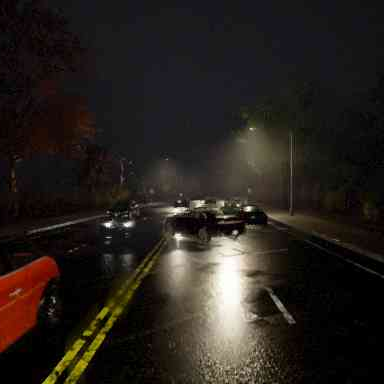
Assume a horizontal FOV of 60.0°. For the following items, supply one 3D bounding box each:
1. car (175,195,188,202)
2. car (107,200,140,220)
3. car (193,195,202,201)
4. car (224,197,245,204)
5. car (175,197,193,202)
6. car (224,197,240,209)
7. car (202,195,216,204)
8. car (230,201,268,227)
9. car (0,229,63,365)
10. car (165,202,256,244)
[{"bbox_3d":[-2.175,1.379,69.551,2.033,1.411,5.357,0,0,6],"label":"car"},{"bbox_3d":[-5.672,1.488,27.843,1.837,1.490,4.892,0,1,3],"label":"car"},{"bbox_3d":[1.881,1.440,78.406,2.033,1.411,5.357,0,-1,-42],"label":"car"},{"bbox_3d":[4.510,1.325,33.690,2.097,1.767,4.553,0,0,4],"label":"car"},{"bbox_3d":[-1.301,1.520,44.923,1.994,1.385,4.181,0,0,5],"label":"car"},{"bbox_3d":[5.267,1.430,44.619,1.882,1.535,5.008,0,0,4],"label":"car"},{"bbox_3d":[3.318,1.525,59.182,1.895,1.301,4.718,0,0,6],"label":"car"},{"bbox_3d":[3.926,1.552,22.811,1.994,1.385,4.181,0,0,3],"label":"car"},{"bbox_3d":[-3.268,1.352,3.749,2.097,1.767,4.553,0,0,1],"label":"car"},{"bbox_3d":[0.449,1.487,16.075,2.128,1.511,4.902,0,0,-35],"label":"car"}]
